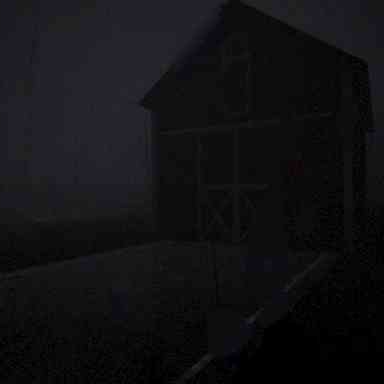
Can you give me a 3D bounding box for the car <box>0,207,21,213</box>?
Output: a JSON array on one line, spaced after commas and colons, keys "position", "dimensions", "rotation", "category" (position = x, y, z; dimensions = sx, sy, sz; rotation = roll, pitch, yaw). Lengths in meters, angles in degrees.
[{"position": [-15.790, 1.852, 27.090], "dimensions": [1.994, 1.385, 4.181], "rotation": [-1, 0, 31], "category": "car"}]
